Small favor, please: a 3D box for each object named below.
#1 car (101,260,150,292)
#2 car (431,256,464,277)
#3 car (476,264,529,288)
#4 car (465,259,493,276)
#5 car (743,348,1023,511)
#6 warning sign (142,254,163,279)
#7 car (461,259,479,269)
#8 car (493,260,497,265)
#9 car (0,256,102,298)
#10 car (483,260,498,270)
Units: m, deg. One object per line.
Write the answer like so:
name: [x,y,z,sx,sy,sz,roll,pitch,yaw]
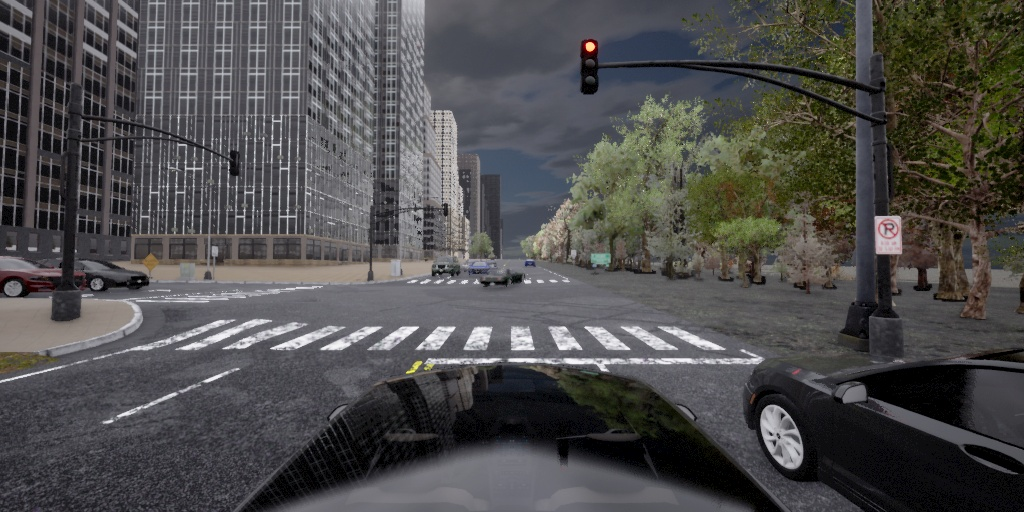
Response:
car: [-20.050,0.880,16.826,4.892,1.490,1.837,2,-2,-4]
car: [-6.595,0.995,36.238,2.150,2.045,5.566,0,0,0]
car: [-0.590,1.555,26.434,1.895,1.301,4.718,-1,1,21]
car: [-3.339,1.252,37.094,1.882,1.535,5.008,0,0,0]
car: [3.348,1.248,1.803,1.837,1.490,4.892,-1,0,0]
warning sign: [-26.156,0.734,25.896,1.060,1.860,1.300,0,0,-4]
car: [-6.579,1.277,56.630,2.128,1.511,4.902,0,0,0]
car: [-3.342,1.381,46.419,1.895,1.301,4.718,0,0,0]
car: [-19.372,0.746,13.611,5.008,1.535,1.882,1,-2,-3]
car: [-3.334,1.335,56.633,2.033,1.411,5.357,0,0,0]
